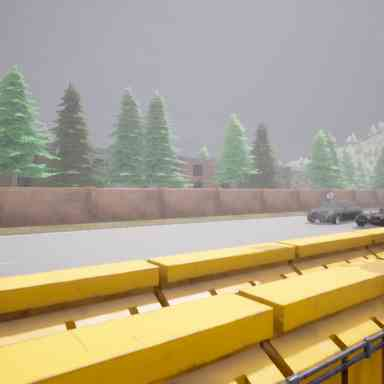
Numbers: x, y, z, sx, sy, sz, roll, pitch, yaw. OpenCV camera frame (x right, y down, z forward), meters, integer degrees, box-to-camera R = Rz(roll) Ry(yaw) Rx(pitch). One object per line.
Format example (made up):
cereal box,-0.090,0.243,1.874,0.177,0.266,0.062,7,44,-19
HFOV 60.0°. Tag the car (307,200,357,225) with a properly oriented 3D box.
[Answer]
car,10.448,1.405,24.206,4.553,1.767,2.097,0,0,-36

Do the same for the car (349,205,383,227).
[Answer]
car,12.431,1.621,21.322,4.718,1.301,1.895,0,0,-36
